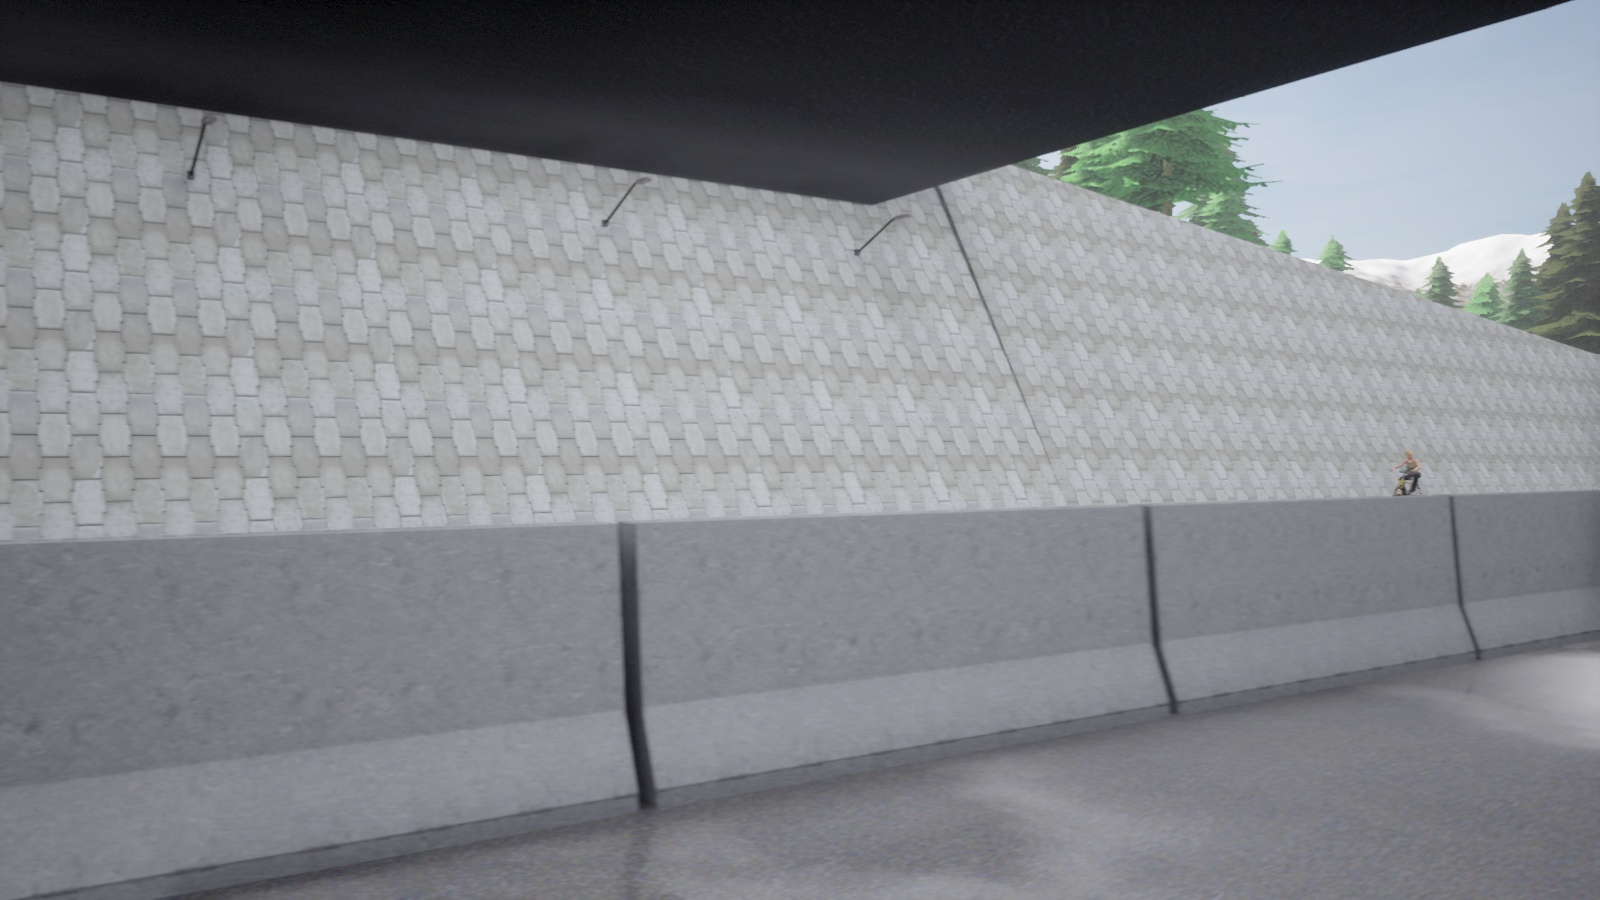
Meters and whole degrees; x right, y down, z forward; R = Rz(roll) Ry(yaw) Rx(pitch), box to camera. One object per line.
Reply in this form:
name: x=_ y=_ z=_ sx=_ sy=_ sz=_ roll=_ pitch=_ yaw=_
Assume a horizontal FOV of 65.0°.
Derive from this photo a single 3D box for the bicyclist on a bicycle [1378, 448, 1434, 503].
bicyclist on a bicycle: x=18.133 y=0.735 z=37.552 sx=1.509 sy=1.612 sz=0.866 roll=0 pitch=0 yaw=-34
